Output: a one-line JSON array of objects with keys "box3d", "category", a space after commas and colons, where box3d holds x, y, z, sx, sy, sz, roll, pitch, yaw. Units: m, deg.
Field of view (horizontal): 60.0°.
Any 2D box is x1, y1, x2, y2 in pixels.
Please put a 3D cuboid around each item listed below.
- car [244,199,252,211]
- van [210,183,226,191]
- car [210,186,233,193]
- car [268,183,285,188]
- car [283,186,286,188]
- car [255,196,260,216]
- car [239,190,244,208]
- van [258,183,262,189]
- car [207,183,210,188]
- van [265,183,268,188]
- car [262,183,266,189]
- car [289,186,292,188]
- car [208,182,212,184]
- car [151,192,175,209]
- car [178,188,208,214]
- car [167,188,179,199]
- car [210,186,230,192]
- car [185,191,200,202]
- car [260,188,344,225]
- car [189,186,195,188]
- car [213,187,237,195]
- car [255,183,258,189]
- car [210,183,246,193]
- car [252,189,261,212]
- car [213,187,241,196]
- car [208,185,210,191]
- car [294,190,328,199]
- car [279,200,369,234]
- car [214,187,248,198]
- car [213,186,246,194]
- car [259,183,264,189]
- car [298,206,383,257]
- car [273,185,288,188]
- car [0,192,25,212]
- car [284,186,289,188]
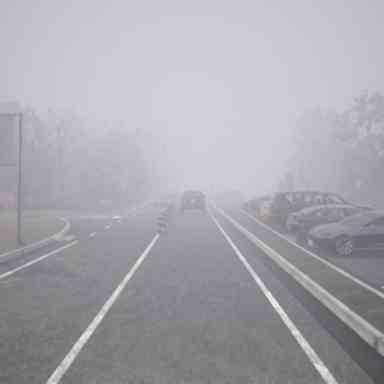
[{"box3d": [6.814, 0.968, 25.814, 4.792, 1.488, 2.163, 0, 2, 1], "category": "car"}, {"box3d": [7.186, -1.352, 91.674, 4.442, 1.987, 1.878, 0, 2, 0], "category": "van"}, {"box3d": [7.163, -0.708, 80.593, 5.366, 1.575, 1.946, 0, 2, 0], "category": "car"}, {"box3d": [20.016, -0.593, 72.125, 5.566, 2.045, 2.435, 0, 3, 0], "category": "car"}, {"box3d": [19.916, 0.070, 63.837, 4.674, 1.452, 2.002, 0, 3, 0], "category": "car"}, {"box3d": [6.728, 1.139, 20.251, 5.008, 1.535, 2.097, 0, 2, 1], "category": "car"}, {"box3d": [6.780, 0.864, 28.596, 4.792, 1.488, 2.163, 0, 2, 1], "category": "car"}, {"box3d": [19.994, -1.150, 85.942, 4.442, 1.987, 1.878, 0, 2, 0], "category": "van"}, {"box3d": [6.770, -0.594, 77.945, 5.366, 1.575, 1.946, 0, 3, 0], "category": "car"}, {"box3d": [20.151, -0.820, 77.783, 4.442, 1.987, 1.878, 0, 2, 0], "category": "van"}, {"box3d": [20.087, -0.683, 80.564, 4.792, 1.488, 2.163, 0, 2, 0], "category": "car"}, {"box3d": [19.905, 0.148, 58.420, 4.553, 1.767, 2.185, 0, 3, 0], "category": "car"}, {"box3d": [7.055, -1.049, 86.132, 4.553, 1.767, 2.185, 0, 2, 0], "category": "car"}, {"box3d": [-3.352, 1.055, 37.323, 2.033, 1.411, 5.357, 0, 2, 0], "category": "car"}, {"box3d": [0.097, 0.879, 30.213, 2.150, 2.045, 5.566, 0, 1, 0], "category": "car"}, {"box3d": [-3.320, 0.459, 54.252, 1.895, 1.301, 4.718, 0, 2, 0], "category": "car"}, {"box3d": [6.995, -0.816, 83.360, 4.892, 1.521, 2.231, 0, 2, 0], "category": "car"}, {"box3d": [0.093, 0.662, 48.257, 1.994, 1.385, 4.181, 0, 2, 0], "category": "car"}, {"box3d": [6.736, 0.975, 17.451, 5.566, 2.045, 2.435, 0, 2, 1], "category": "car"}, {"box3d": [0.029, -0.650, 79.063, 1.882, 1.535, 5.008, 0, 2, 0], "category": "car"}, {"box3d": [6.892, -0.214, 69.504, 4.892, 1.521, 2.231, 0, 3, 0], "category": "car"}, {"box3d": [20.131, -1.028, 88.733, 5.008, 1.535, 2.097, 0, 2, 0], "category": "car"}, {"box3d": [6.868, -0.217, 63.945, 5.566, 2.045, 2.435, 0, 3, 0], "category": "car"}, {"box3d": [6.790, 0.917, 23.024, 4.553, 1.767, 2.185, 0, 2, 1], "category": "car"}, {"box3d": [7.048, -0.094, 66.729, 5.366, 1.575, 1.946, 0, 3, 0], "category": "car"}, {"box3d": [6.723, -0.343, 72.278, 5.366, 1.575, 1.946, 0, 3, 0], "category": "car"}, {"box3d": [19.846, 0.397, 55.657, 5.008, 1.535, 2.097, 0, 3, 0], "category": "car"}, {"box3d": [6.676, 1.305, 14.671, 4.892, 1.521, 2.231, 0, 1, 1], "category": "car"}, {"box3d": [6.764, 0.312, 58.412, 4.792, 1.488, 2.163, 0, 3, 0], "category": "car"}, {"box3d": [6.822, 0.158, 61.184, 5.008, 1.535, 2.097, 0, 3, 0], "category": "car"}, {"box3d": [20.109, -0.790, 83.201, 4.792, 1.488, 2.163, 0, 2, 0], "category": "car"}, {"box3d": [6.628, 1.401, 11.893, 4.792, 1.488, 2.163, 0, 1, 1], "category": "car"}, {"box3d": [19.756, -0.097, 66.604, 5.366, 1.575, 1.946, 0, 3, 0], "category": "car"}, {"box3d": [-20.220, 1.002, 35.234, 5.566, 2.045, 2.150, 0, -2, 29], "category": "car"}, {"box3d": [19.866, 0.184, 61.070, 4.792, 1.488, 2.163, 0, 3, 0], "category": "car"}]
